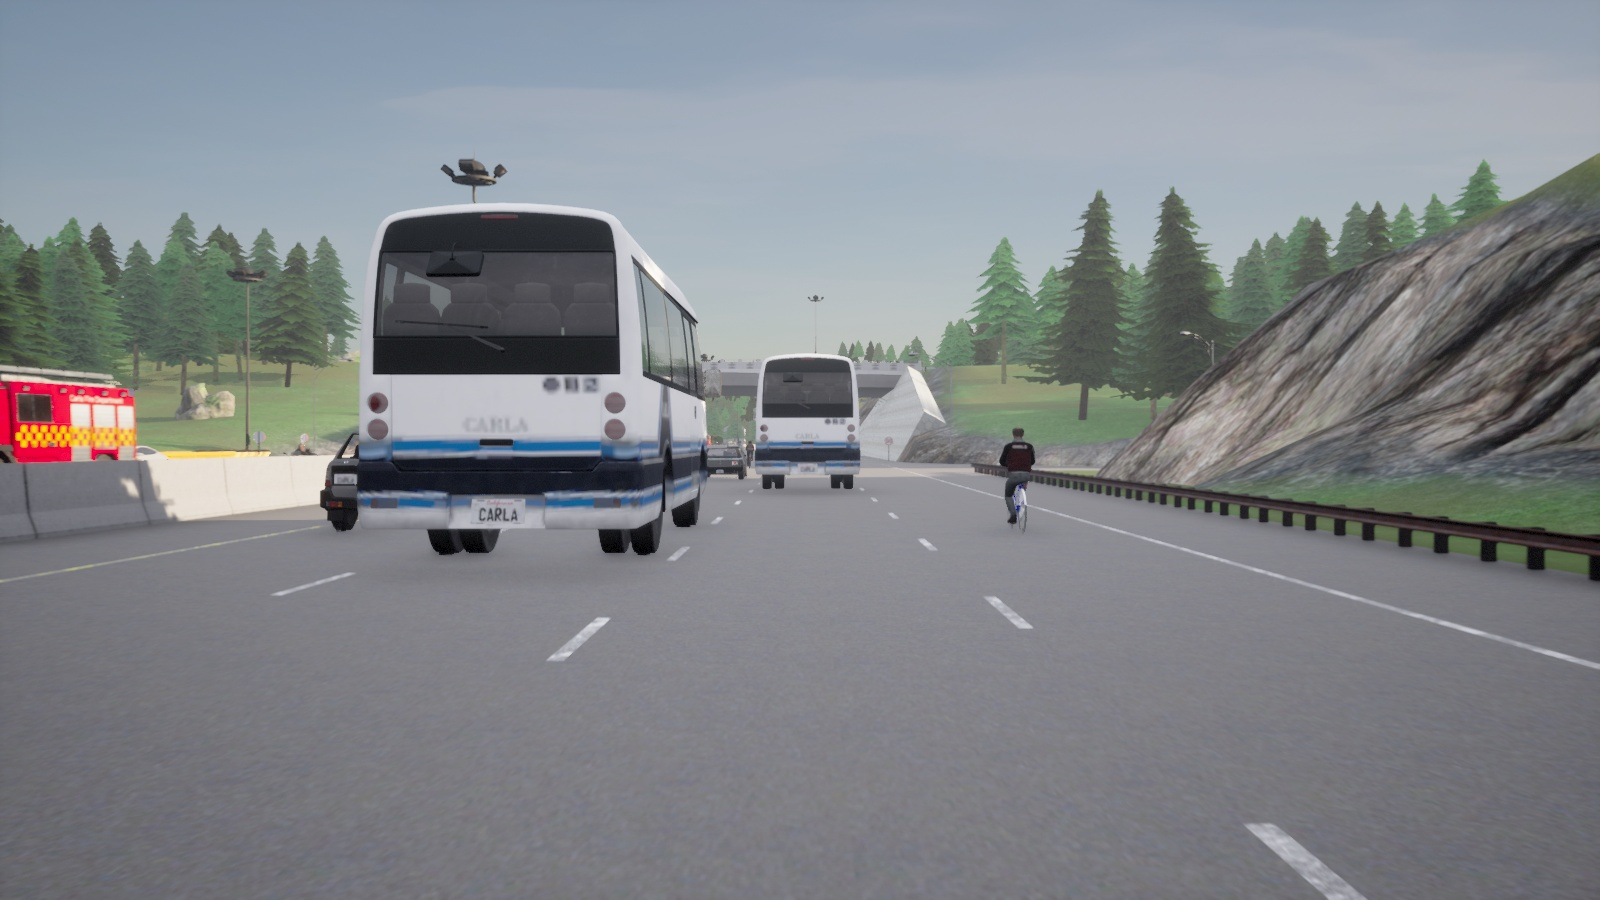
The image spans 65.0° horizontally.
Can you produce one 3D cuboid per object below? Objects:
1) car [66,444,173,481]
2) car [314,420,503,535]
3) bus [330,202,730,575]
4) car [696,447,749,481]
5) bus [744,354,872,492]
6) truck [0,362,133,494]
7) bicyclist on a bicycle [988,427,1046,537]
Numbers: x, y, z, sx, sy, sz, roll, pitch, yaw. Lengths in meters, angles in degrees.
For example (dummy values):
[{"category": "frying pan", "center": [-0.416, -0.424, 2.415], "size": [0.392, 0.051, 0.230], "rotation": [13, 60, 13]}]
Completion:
[{"category": "car", "center": [-27.693, 0.467, 51.309], "size": [1.812, 1.442, 4.674], "rotation": [0, 0, 0]}, {"category": "car", "center": [-6.857, 0.433, 22.527], "size": [1.932, 1.855, 4.605], "rotation": [0, 0, 0]}, {"category": "bus", "center": [-3.373, -0.740, 19.495], "size": [3.944, 4.253, 10.273], "rotation": [0, 0, 0]}, {"category": "car", "center": [-3.186, 0.555, 52.494], "size": [1.895, 1.301, 4.718], "rotation": [0, 0, 0]}, {"category": "bus", "center": [0.265, -0.871, 43.775], "size": [3.944, 4.253, 10.273], "rotation": [0, 0, 0]}, {"category": "truck", "center": [-24.357, -0.650, 38.416], "size": [2.891, 3.827, 8.468], "rotation": [0, 0, 4]}, {"category": "bicyclist on a bicycle", "center": [3.636, 0.503, 21.127], "size": [0.659, 1.776, 1.843], "rotation": [0, 1, 0]}]
